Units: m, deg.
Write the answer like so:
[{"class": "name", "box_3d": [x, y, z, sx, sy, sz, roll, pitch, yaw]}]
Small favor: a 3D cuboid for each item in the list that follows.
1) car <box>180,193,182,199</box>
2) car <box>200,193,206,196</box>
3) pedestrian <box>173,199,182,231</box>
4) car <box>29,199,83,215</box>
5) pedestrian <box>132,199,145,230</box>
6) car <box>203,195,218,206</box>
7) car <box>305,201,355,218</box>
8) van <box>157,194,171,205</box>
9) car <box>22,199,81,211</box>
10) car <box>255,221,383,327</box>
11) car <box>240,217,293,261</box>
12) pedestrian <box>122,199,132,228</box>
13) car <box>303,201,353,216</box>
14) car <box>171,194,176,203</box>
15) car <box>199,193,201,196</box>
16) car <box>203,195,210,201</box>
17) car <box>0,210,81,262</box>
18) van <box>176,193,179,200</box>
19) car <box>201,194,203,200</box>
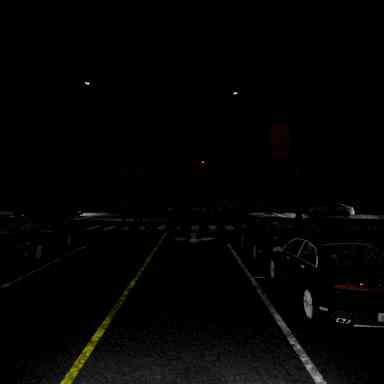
[{"class": "car", "box_3d": [-4.736, 1.353, 92.802, 2.192, 1.841, 5.009, 0, 0, 1]}, {"class": "car", "box_3d": [3.472, 1.340, 70.635, 2.192, 1.841, 5.009, 0, 0, 1]}, {"class": "pedestrian", "box_3d": [-0.906, 1.297, 19.208, 0.375, 1.860, 0.375, 0, 0, 0]}, {"class": "car", "box_3d": [-12.613, 1.366, 30.980, 4.181, 1.385, 1.994, 1, 0, -3]}, {"class": "pedestrian", "box_3d": [-3.182, 1.297, 19.829, 0.375, 1.860, 0.375, 0, 0, 0]}, {"class": "car", "box_3d": [3.235, 1.567, 54.098, 2.008, 1.369, 4.403, 0, 0, 1]}, {"class": "car", "box_3d": [14.071, 1.817, 33.964, 4.674, 1.442, 1.812, 1, 0, 1]}, {"class": "van", "box_3d": [-5.210, 1.360, 59.730, 1.690, 1.788, 3.998, 0, 0, 1]}, {"class": "car", "box_3d": [-11.526, 1.305, 27.146, 4.902, 1.511, 2.128, 1, 0, 5]}, {"class": "car", "box_3d": [2.799, 1.551, 6.924, 2.008, 1.369, 4.403, 0, 0, 0]}, {"class": "car", "box_3d": [2.825, 1.552, 11.916, 2.008, 1.369, 4.403, 0, 0, 0]}, {"class": "pedestrian", "box_3d": [-3.993, 1.297, 20.430, 0.375, 1.860, 0.375, 0, 0, 0]}, {"class": "car", "box_3d": [15.150, 1.822, 37.224, 4.892, 1.490, 1.837, 1, 0, 0]}, {"class": "car", "box_3d": [-5.052, 1.591, 70.754, 1.947, 1.339, 4.313, 0, 0, 1]}, {"class": "car", "box_3d": [3.788, 1.478, 92.685, 1.967, 1.590, 4.097, 0, 0, 1]}, {"class": "car", "box_3d": [3.711, 1.560, 87.343, 1.752, 1.417, 4.829, 0, 0, 1]}, {"class": "car", "box_3d": [-5.700, 1.552, 11.964, 2.008, 1.369, 4.403, 0, 0, 0]}, {"class": "van", "box_3d": [-4.894, 1.372, 81.778, 1.690, 1.788, 3.998, 0, 0, 1]}, {"class": "car", "box_3d": [3.393, 1.573, 65.123, 2.008, 1.369, 4.403, 0, 0, 1]}]
